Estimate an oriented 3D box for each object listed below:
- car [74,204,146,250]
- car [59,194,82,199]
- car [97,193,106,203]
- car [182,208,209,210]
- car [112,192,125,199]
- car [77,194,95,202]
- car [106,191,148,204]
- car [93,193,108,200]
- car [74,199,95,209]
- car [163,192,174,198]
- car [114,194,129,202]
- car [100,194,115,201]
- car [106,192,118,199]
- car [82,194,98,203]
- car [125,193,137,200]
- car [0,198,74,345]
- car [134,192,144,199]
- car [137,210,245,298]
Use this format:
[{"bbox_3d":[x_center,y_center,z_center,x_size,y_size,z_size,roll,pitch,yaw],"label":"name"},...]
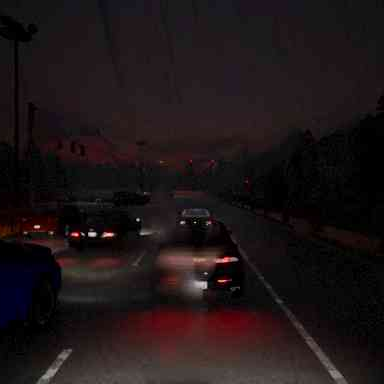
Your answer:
[{"bbox_3d":[-3.337,1.456,13.699,2.033,1.411,5.357,0,0,0],"label":"car"},{"bbox_3d":[-20.730,1.078,55.640,1.882,1.535,5.008,0,0,2],"label":"car"},{"bbox_3d":[-13.744,1.128,55.371,1.812,1.442,4.674,0,0,1],"label":"car"},{"bbox_3d":[0.190,1.480,17.709,1.895,1.301,4.718,0,0,0],"label":"car"},{"bbox_3d":[-17.011,0.795,77.449,2.097,1.767,4.553,0,0,0],"label":"car"},{"bbox_3d":[-20.609,1.132,64.974,1.895,1.301,4.718,0,0,1],"label":"car"},{"bbox_3d":[-8.170,0.909,43.828,2.150,2.045,5.566,1,1,31],"label":"car"},{"bbox_3d":[-20.528,0.936,74.916,1.882,1.535,5.008,0,0,0],"label":"car"},{"bbox_3d":[-6.828,1.361,17.115,1.882,1.535,5.008,0,0,0],"label":"car"},{"bbox_3d":[-6.439,0.715,88.209,2.097,1.767,4.553,0,0,0],"label":"car"},{"bbox_3d":[-13.637,1.061,64.434,1.812,1.442,4.674,0,0,1],"label":"car"},{"bbox_3d":[-17.079,1.078,67.317,1.994,1.385,4.181,0,0,0],"label":"car"},{"bbox_3d":[-20.460,0.861,85.135,1.882,1.535,5.008,0,0,0],"label":"car"},{"bbox_3d":[-17.221,1.152,57.341,1.994,1.385,4.181,0,0,1],"label":"car"},{"bbox_3d":[-13.531,0.986,74.455,1.812,1.442,4.674,0,0,0],"label":"car"},{"bbox_3d":[-3.384,1.205,3.526,2.150,2.045,5.566,0,0,0],"label":"car"},{"bbox_3d":[-13.463,0.864,84.671,1.882,1.535,5.008,0,0,0],"label":"car"},{"bbox_3d":[0.134,1.439,8.379,2.128,1.511,4.902,0,0,0],"label":"car"}]
